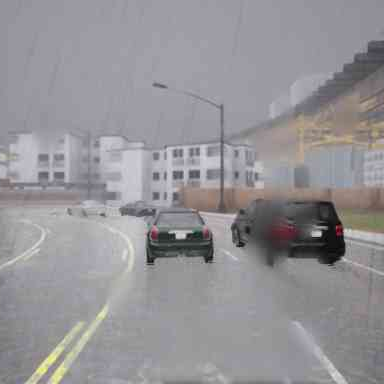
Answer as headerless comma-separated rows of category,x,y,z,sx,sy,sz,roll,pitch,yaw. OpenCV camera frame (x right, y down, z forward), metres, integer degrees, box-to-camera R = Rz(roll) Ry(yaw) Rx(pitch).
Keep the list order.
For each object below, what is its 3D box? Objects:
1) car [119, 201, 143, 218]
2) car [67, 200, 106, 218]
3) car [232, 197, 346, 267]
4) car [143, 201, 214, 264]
car,-4.730,1.486,29.107,1.994,1.385,4.181,0,0,-38
car,-9.157,1.448,28.895,1.812,1.442,4.674,0,0,-43
car,3.004,1.193,11.565,2.150,2.045,5.566,0,0,-7
car,-0.620,1.319,11.930,2.097,1.767,4.553,0,0,-8
